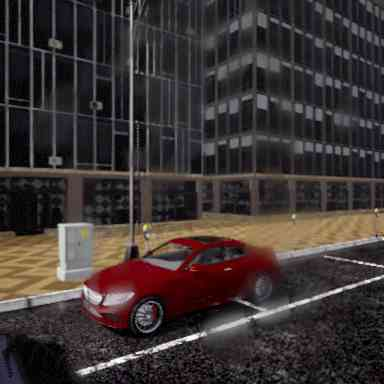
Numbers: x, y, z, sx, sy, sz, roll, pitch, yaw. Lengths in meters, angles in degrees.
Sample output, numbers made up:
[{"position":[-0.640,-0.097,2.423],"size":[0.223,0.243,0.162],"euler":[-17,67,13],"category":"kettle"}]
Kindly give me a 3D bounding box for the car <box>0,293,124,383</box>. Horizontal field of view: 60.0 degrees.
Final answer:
[{"position":[-2.597,1.571,1.525],"size":[4.181,1.385,1.994],"euler":[0,0,-36],"category":"car"}]

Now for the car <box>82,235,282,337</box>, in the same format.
[{"position":[0.011,1.561,6.567],"size":[4.206,1.307,1.802],"euler":[0,0,-36],"category":"car"}]
